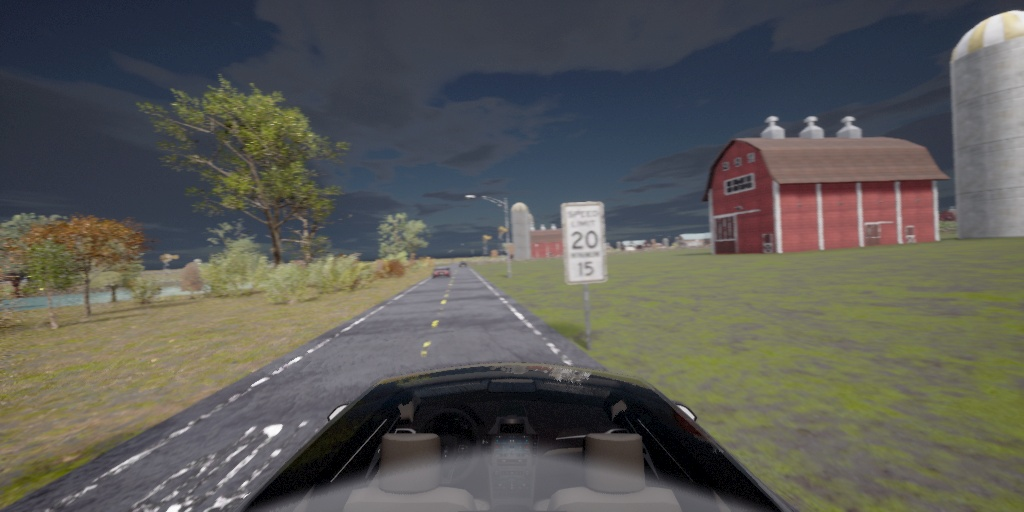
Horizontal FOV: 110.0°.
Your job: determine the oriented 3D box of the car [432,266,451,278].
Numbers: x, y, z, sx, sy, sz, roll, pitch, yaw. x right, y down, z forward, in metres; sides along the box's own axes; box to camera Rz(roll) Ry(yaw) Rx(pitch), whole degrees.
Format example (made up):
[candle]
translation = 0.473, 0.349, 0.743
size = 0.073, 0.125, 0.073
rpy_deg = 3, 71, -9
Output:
[car]
translation = -8.247, 1.834, 42.140
size = 1.994, 1.385, 4.181
rpy_deg = -3, 0, -8
